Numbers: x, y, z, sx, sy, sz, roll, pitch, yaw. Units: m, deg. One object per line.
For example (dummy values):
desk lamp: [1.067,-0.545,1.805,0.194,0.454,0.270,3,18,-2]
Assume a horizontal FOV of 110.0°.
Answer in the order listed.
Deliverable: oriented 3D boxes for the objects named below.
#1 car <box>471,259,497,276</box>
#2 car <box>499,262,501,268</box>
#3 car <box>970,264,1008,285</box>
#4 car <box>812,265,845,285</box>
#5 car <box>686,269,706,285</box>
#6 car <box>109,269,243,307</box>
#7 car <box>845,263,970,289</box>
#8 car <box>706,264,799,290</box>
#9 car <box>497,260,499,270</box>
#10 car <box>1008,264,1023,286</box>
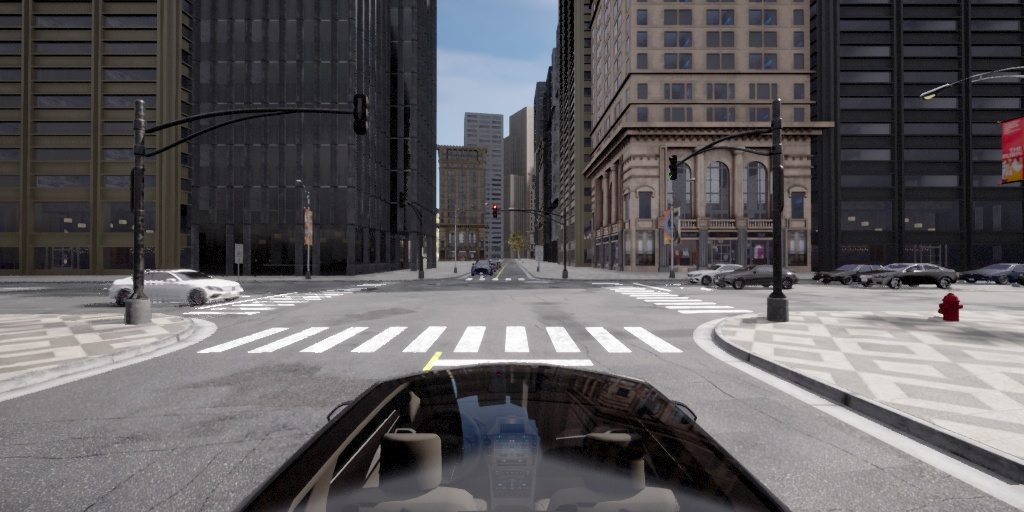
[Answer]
car: [-3.048,1.146,37.627,2.097,1.767,4.553,0,0,0]
car: [-3.054,1.401,55.430,1.994,1.385,4.181,0,0,0]
car: [34.647,1.238,24.990,5.357,1.411,2.033,0,0,-1]
car: [24.219,1.262,24.982,5.357,1.411,2.033,0,0,0]
car: [14.637,1.265,24.977,4.674,1.442,1.812,0,0,0]
car: [-13.950,1.282,14.999,4.674,1.442,1.812,0,0,0]
car: [23.812,1.183,21.730,4.902,1.511,2.128,0,0,0]
car: [14.702,1.240,21.716,4.674,1.442,1.812,0,0,-1]
car: [-3.058,1.378,46.399,1.994,1.385,4.181,0,0,0]
car: [33.684,1.232,21.732,4.181,1.385,1.994,0,0,0]
